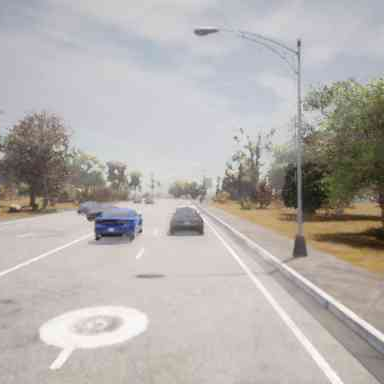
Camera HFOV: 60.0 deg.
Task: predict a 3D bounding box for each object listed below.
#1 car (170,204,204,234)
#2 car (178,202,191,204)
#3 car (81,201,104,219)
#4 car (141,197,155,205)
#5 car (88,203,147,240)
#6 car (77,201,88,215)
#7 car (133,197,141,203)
[{"bbox_3d":[-0.313,1.680,20.126,1.994,1.385,4.181,0,0,-2],"label":"car"},{"bbox_3d":[-0.837,1.821,38.247,1.895,1.301,4.718,0,0,-2],"label":"car"},{"bbox_3d":[-7.779,1.726,29.422,2.033,1.411,5.357,0,0,-2],"label":"car"},{"bbox_3d":[-8.846,1.906,69.171,1.837,1.490,4.892,0,0,-2],"label":"car"},{"bbox_3d":[-3.744,1.584,17.649,1.882,1.535,5.008,0,0,-2],"label":"car"},{"bbox_3d":[-11.515,1.757,37.689,1.812,1.442,4.674,0,0,-2],"label":"car"},{"bbox_3d":[-12.601,1.974,77.809,2.128,1.511,4.902,0,0,-2],"label":"car"}]
